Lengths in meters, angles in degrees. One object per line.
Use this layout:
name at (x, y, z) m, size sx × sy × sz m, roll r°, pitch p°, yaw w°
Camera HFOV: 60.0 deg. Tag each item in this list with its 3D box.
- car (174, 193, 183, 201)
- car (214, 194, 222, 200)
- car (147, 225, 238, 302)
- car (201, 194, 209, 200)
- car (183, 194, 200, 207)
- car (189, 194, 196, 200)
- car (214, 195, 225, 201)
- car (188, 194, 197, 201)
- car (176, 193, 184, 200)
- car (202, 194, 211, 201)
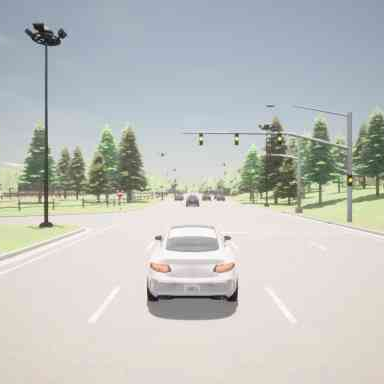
car at (-3.346, 1.544, 83.071) m, size 1.994 × 1.385 × 4.181 m, roll 0°, pitch 0°, yaw 0°
car at (7.173, 1.385, 93.088) m, size 1.994 × 1.385 × 4.181 m, roll 0°, pitch 0°, yaw 0°
car at (0.022, 1.526, 8.165) m, size 1.812 × 1.442 × 4.674 m, roll 0°, pitch 0°, yaw 0°
car at (3.673, 1.372, 93.094) m, size 2.033 × 1.411 × 5.357 m, roll 0°, pitch 0°, yaw 0°
car at (0.097, 1.352, 52.038) m, size 2.097 × 1.767 × 4.553 m, roll 0°, pitch 0°, yaw 0°
car at (0.173, 1.332, 93.101) m, size 1.837 × 1.490 × 4.892 m, roll 0°, pitch 0°, yaw 0°
car at (7.154, 1.517, 82.668) m, size 2.128 × 1.511 × 4.902 m, roll 0°, pitch 0°, yaw 0°
car at (0.154, 1.348, 83.067) m, size 2.097 × 1.767 × 4.553 m, roll 0°, pitch 0°, yaw 0°
car at (-3.327, 1.187, 93.077) m, size 2.097 × 1.767 × 4.553 m, roll 0°, pitch 0°, yaw 0°
car at (3.654, 1.348, 83.061) m, size 2.097 × 1.767 × 4.553 m, roll 0°, pitch 0°, yaw 0°
